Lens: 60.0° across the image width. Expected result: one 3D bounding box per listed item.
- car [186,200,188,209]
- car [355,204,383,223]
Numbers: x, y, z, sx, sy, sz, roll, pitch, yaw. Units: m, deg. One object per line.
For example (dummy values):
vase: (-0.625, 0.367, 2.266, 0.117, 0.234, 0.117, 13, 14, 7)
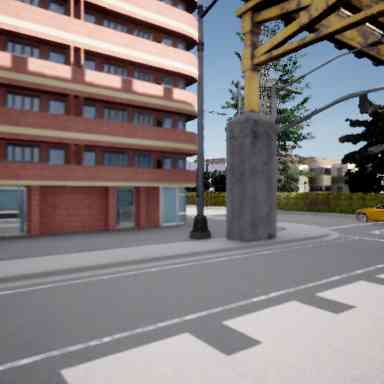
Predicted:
car: (-2.697, 1.170, 40.038, 2.150, 2.045, 5.566, 0, 0, -35)
car: (13.757, 1.443, 22.784, 1.882, 1.535, 5.008, 1, 0, -30)
